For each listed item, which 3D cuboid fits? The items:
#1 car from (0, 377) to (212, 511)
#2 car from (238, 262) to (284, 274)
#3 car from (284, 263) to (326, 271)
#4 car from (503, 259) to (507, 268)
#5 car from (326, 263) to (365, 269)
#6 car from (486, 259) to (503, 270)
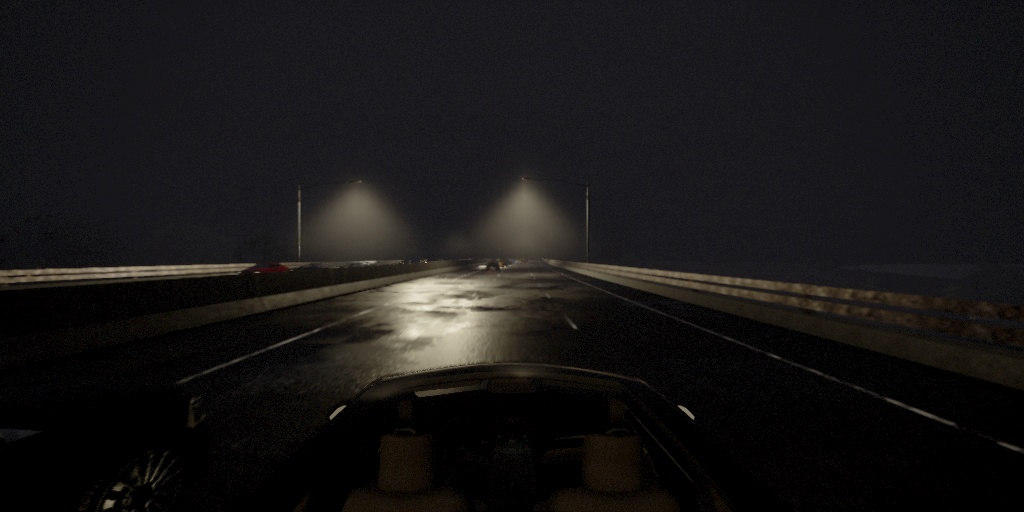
[{"bbox_3d":[-3.395,1.237,0.953,2.128,1.511,4.902,0,0,0],"label":"car"},{"bbox_3d":[-20.841,1.273,30.412,1.812,1.442,4.674,0,0,1],"label":"car"},{"bbox_3d":[-17.323,1.319,31.268,1.994,1.385,4.181,0,0,1],"label":"car"},{"bbox_3d":[-2.387,1.318,64.072,1.801,1.575,5.366,0,0,2],"label":"car"},{"bbox_3d":[-13.824,1.324,31.183,1.994,1.385,4.181,0,0,1],"label":"car"},{"bbox_3d":[-2.752,1.333,52.921,1.837,1.490,4.892,0,0,2],"label":"car"}]
